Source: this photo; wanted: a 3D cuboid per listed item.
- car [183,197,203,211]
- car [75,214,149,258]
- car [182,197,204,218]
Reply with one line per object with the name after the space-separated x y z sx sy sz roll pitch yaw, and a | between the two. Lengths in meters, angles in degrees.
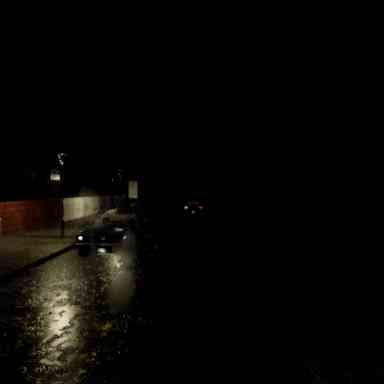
0.111 1.332 39.303 2.128 1.511 4.902 0 0 0 | car
-2.846 1.548 12.768 1.895 1.301 4.718 0 0 0 | car
0.092 1.407 28.996 1.812 1.442 4.674 0 0 0 | car
